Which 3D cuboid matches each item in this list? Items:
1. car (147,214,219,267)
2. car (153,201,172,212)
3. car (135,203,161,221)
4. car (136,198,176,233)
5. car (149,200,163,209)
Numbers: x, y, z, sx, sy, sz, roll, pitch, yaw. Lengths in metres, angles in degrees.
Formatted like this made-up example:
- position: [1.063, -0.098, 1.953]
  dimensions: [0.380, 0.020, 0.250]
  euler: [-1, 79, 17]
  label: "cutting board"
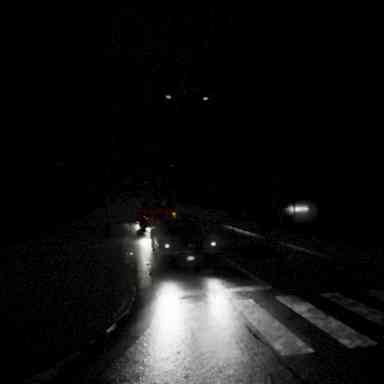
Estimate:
- position: [-0.440, 1.727, 12.263]
  dimensions: [1.895, 1.301, 4.718]
  euler: [-1, -1, -11]
  label: "car"
- position: [-4.279, 2.014, 47.110]
  dimensions: [2.033, 1.411, 5.357]
  euler: [-1, 0, -11]
  label: "car"
- position: [-4.384, 1.852, 32.390]
  dimensions: [2.128, 1.511, 4.902]
  euler: [-1, 0, -11]
  label: "car"
- position: [-2.381, 1.466, 22.157]
  dimensions: [2.150, 2.045, 5.566]
  euler: [-1, -1, -11]
  label: "car"
- position: [-6.268, 2.119, 57.217]
  dimensions: [1.994, 1.385, 4.181]
  euler: [-1, 0, -11]
  label: "car"
